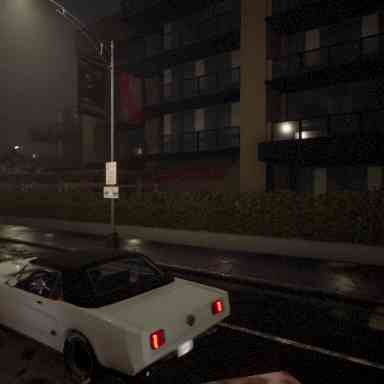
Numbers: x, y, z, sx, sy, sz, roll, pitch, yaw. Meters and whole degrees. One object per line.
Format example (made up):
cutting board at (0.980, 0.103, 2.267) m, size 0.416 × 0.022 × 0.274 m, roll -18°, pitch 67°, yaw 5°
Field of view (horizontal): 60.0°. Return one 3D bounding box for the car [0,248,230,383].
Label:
car at (-1.875, 1.601, 5.342) m, size 4.718 × 1.301 × 1.895 m, roll 0°, pitch 0°, yaw 36°
